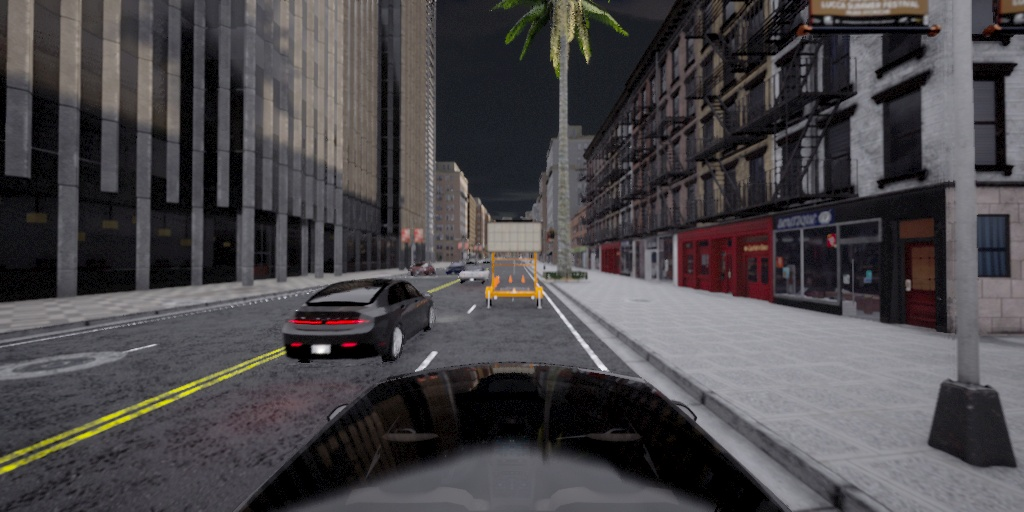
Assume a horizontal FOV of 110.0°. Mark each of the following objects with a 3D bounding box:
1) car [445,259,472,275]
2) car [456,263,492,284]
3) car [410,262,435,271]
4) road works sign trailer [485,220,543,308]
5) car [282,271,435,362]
[{"bbox_3d":[-6.182,1.411,40.564,2.033,1.411,5.357,0,0,1],"label":"car"},{"bbox_3d":[-2.886,1.432,28.394,1.895,1.301,4.718,0,0,1],"label":"car"},{"bbox_3d":[-9.458,1.385,38.313,1.812,1.442,4.674,0,0,1],"label":"car"},{"bbox_3d":[0.104,0.256,15.412,2.380,3.560,2.880,0,0,1],"label":"road works sign trailer"},{"bbox_3d":[-3.105,1.276,8.272,1.837,1.490,4.892,0,0,0],"label":"car"}]
